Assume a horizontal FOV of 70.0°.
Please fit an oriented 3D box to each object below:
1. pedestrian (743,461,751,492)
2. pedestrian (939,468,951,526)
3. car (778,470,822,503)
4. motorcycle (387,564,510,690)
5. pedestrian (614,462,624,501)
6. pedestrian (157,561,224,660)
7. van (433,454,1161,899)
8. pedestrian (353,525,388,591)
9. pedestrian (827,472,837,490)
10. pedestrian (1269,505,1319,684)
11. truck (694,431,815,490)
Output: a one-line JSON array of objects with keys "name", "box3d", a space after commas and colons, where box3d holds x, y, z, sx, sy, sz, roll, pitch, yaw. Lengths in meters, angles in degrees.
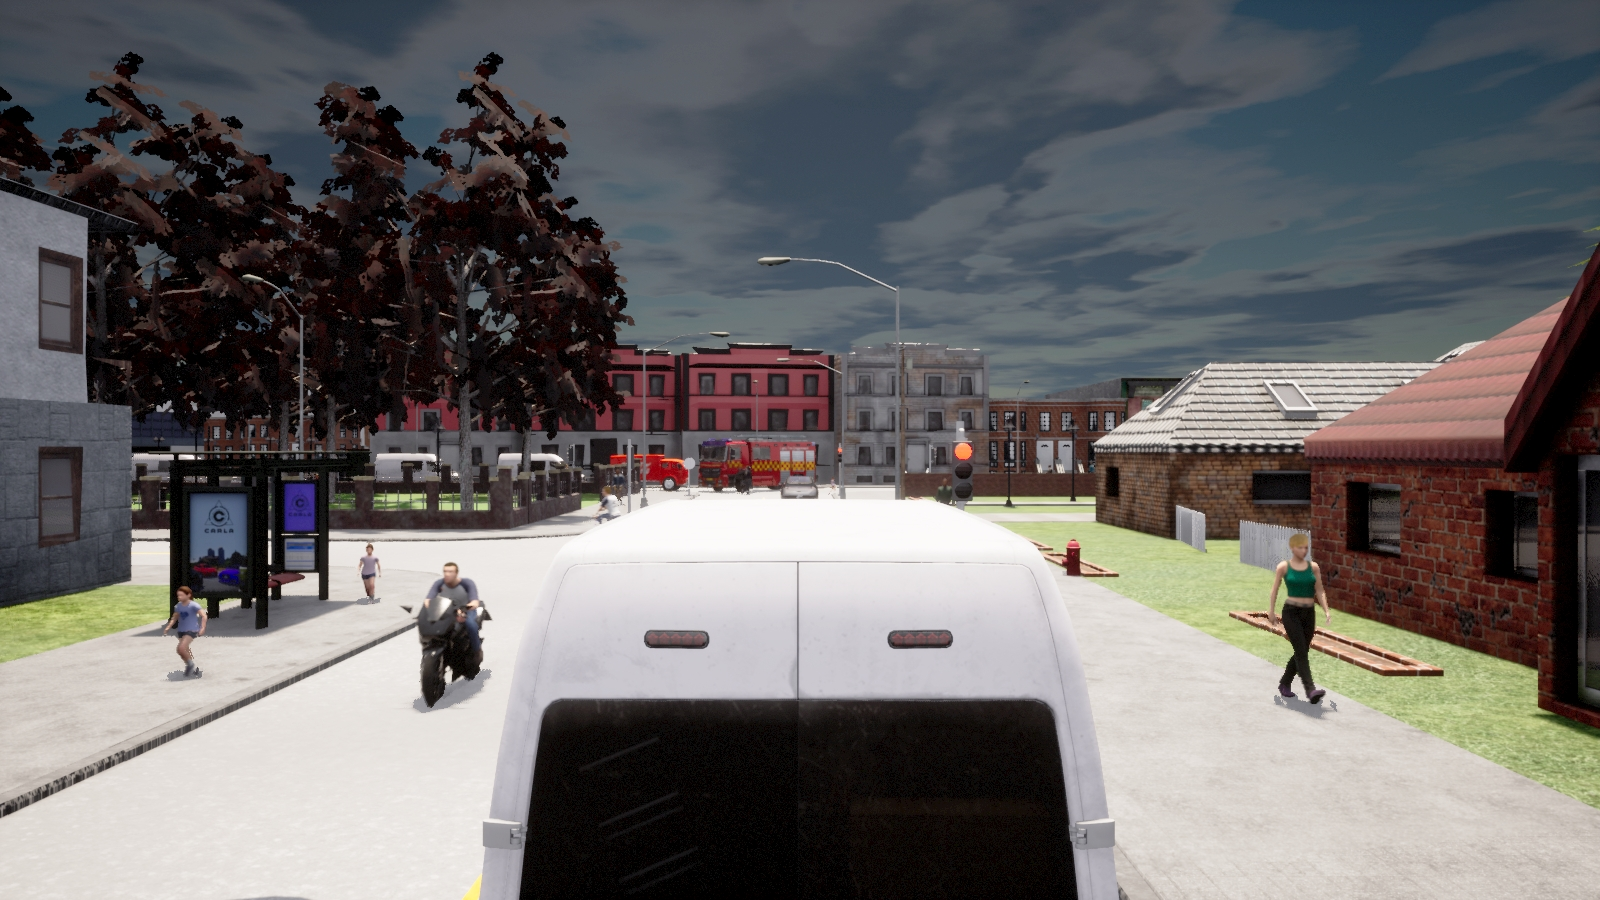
[{"name": "pedestrian", "box3d": [-3.263, 1.628, 70.018, 0.375, 1.860, 0.375, 0, 0, 16]}, {"name": "pedestrian", "box3d": [4.678, 1.523, 36.942, 0.375, 1.860, 0.375, 0, 0, 9]}, {"name": "car", "box3d": [-0.021, 1.827, 57.775, 2.128, 1.511, 4.902, 0, 0, 0]}, {"name": "motorcycle", "box3d": [-4.007, 1.993, 13.213, 0.803, 1.145, 2.033, 0, 0, 0]}, {"name": "pedestrian", "box3d": [-8.780, 1.526, 55.410, 0.375, 1.860, 0.375, 0, 0, 18]}, {"name": "pedestrian", "box3d": [-7.249, 1.897, 13.594, 0.500, 1.100, 0.500, 0, 0, 16]}, {"name": "van", "box3d": [-0.009, 1.315, 6.082, 1.988, 2.561, 5.915, 0, 0, 0]}, {"name": "pedestrian", "box3d": [-7.558, 1.896, 20.116, 0.500, 1.100, 0.500, 0, 0, -10]}, {"name": "pedestrian", "box3d": [1.952, 1.898, 69.831, 0.500, 1.100, 0.500, 0, 0, 13]}, {"name": "pedestrian", "box3d": [5.266, 1.524, 12.198, 0.375, 1.860, 0.375, 0, 0, 2]}, {"name": "truck", "box3d": [-3.017, 0.670, 78.008, 8.468, 3.827, 2.891, 0, 0, -43]}]
